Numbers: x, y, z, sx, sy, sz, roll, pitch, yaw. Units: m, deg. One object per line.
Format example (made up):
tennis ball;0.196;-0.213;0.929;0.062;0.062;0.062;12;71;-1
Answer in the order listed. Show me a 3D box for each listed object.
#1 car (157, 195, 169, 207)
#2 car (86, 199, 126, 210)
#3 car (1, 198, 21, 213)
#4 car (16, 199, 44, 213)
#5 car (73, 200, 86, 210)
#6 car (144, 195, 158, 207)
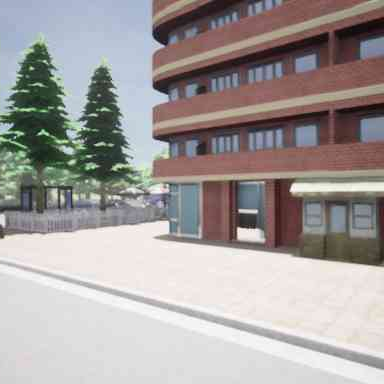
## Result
car;-2.536;1.617;52.169;5.008;1.535;1.882;0;0;-39
car;-10.834;1.650;43.328;1.837;1.490;4.892;0;0;39
car;-20.386;1.515;36.741;2.097;1.767;4.553;0;0;38
car;-16.314;1.708;36.303;1.994;1.385;4.181;0;0;38
car;-15.098;1.728;43.573;1.994;1.385;4.181;0;0;37
car;-5.180;1.381;54.607;5.566;2.045;2.150;0;0;-40
